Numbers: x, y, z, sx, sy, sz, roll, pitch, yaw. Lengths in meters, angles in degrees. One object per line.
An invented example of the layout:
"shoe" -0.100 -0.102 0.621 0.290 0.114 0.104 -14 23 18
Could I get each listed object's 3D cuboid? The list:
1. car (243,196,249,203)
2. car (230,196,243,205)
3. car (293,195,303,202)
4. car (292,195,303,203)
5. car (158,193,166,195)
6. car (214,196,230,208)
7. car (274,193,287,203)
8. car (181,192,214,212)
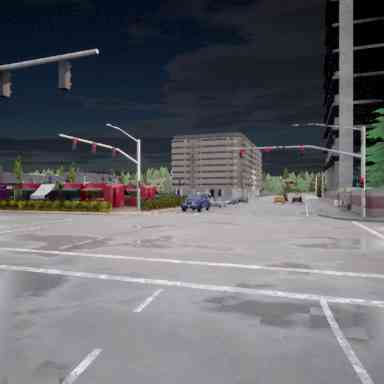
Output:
"car" 10.270 1.547 67.649 2.033 1.411 5.357 0 0 19
"car" 6.807 1.491 57.658 2.128 1.511 4.902 0 0 19
"car" 24.658 1.525 77.345 2.128 1.511 4.902 0 0 19
"car" 21.376 1.478 67.598 1.882 1.535 5.008 0 0 19
"car" -8.052 1.209 81.411 4.605 1.855 1.932 0 0 19
"car" 3.693 1.601 48.537 1.895 1.301 4.718 0 0 19
"car" 18.161 1.478 68.999 1.882 1.535 5.008 0 0 19
"car" 0.554 1.221 39.292 2.150 2.045 5.566 0 0 19
